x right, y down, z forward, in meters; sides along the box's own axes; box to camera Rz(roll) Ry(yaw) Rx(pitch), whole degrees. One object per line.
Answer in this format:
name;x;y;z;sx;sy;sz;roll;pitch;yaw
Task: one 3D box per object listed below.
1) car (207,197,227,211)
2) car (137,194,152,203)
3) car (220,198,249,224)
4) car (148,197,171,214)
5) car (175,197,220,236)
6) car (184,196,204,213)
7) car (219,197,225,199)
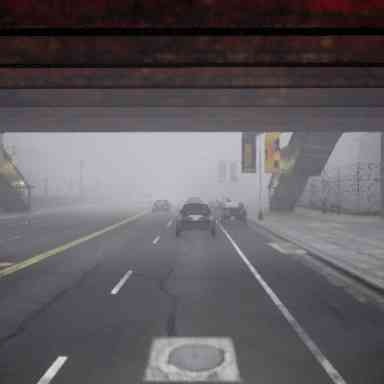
car;3.041;1.483;41.949;2.097;1.535;5.008;0;0;0
car;-6.857;1.013;49.114;2.097;1.767;4.553;0;0;0
car;3.140;1.483;24.748;2.231;1.521;4.892;0;0;10
car;-3.265;1.550;36.126;2.033;1.411;5.357;0;0;0
car;0.204;1.352;18.690;2.097;1.767;4.553;0;0;0
car;0.234;1.354;36.947;2.097;1.767;4.553;0;0;0
car;3.179;1.357;35.524;2.185;1.767;4.553;0;0;0
